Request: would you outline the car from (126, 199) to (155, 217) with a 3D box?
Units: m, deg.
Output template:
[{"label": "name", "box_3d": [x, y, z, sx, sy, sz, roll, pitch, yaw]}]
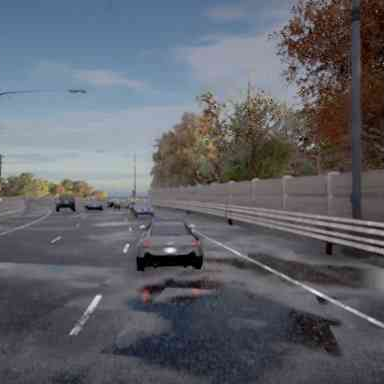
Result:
[{"label": "car", "box_3d": [-4.817, 1.620, 31.834, 2.033, 1.411, 5.357, 0, 0, -16]}]

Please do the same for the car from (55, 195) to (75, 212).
[{"label": "car", "box_3d": [-16.106, 1.362, 42.244, 2.150, 2.045, 5.566, 0, 0, -24]}]

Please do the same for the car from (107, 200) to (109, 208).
[{"label": "car", "box_3d": [-11.499, 1.609, 49.691, 1.882, 1.535, 5.008, 0, 0, -21]}]

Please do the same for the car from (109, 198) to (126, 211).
[{"label": "car", "box_3d": [-9.103, 1.603, 43.614, 2.128, 1.511, 4.902, 0, 0, -21]}]

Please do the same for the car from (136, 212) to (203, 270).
[{"label": "car", "box_3d": [-0.809, 1.585, 11.174, 1.994, 1.385, 4.181, 0, 0, -6]}]

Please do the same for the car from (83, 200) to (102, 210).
[{"label": "car", "box_3d": [-13.257, 1.695, 44.320, 1.994, 1.385, 4.181, 0, 0, -24]}]
